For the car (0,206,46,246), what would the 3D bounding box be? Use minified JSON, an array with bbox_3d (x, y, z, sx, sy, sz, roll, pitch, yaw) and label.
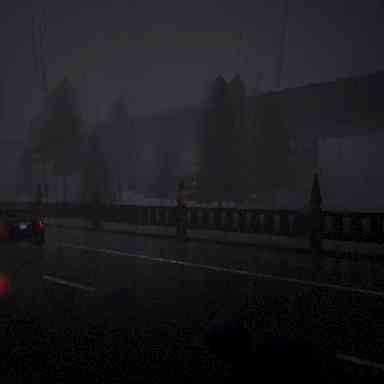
[{"bbox_3d":[-8.244,1.367,14.049,4.553,1.767,2.097,0,0,36],"label":"car"}]
